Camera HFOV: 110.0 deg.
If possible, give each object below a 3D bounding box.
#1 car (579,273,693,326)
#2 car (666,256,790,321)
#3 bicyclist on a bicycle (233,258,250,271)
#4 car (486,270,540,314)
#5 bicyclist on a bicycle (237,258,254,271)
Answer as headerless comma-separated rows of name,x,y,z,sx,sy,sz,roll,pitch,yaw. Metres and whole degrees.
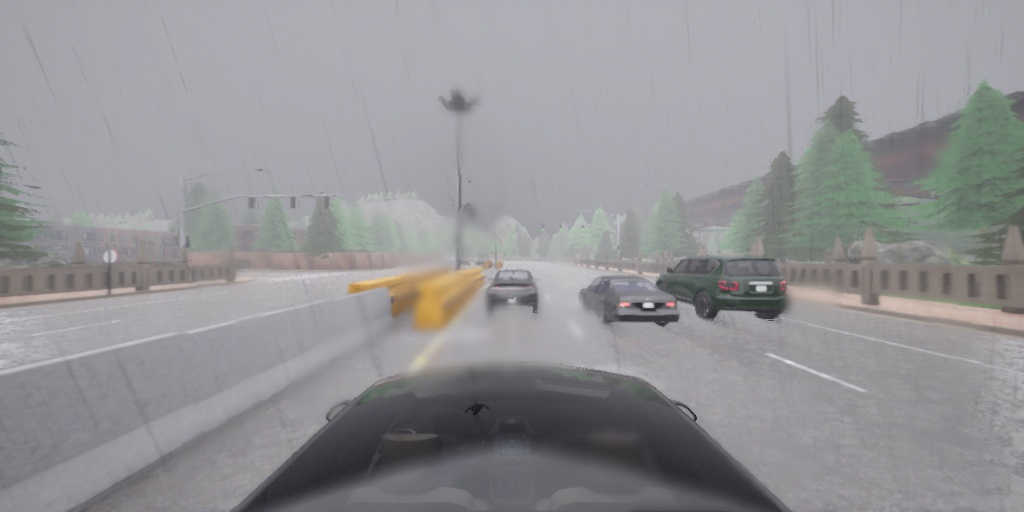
car,3.541,1.324,11.759,2.033,1.411,5.357,0,0,1
car,7.057,1.000,12.778,2.150,2.045,5.566,0,0,1
bicyclist on a bicycle,-36.162,1.149,47.936,1.656,1.620,0.582,-2,0,-23
car,0.076,1.271,13.963,2.128,1.511,4.902,0,0,1
bicyclist on a bicycle,-35.230,1.127,47.575,1.656,1.620,0.582,0,0,-30
